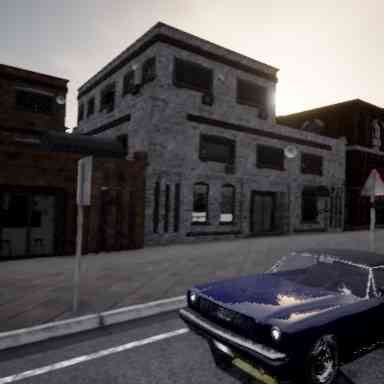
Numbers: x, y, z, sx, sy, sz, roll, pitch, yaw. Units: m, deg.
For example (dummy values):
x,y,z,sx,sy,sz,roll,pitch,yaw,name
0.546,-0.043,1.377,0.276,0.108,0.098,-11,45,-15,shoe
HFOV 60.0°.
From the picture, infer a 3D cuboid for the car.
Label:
x,y,z,sx,sy,sz,roll,pitch,yaw,name
2.166,1.621,5.237,4.718,1.301,1.895,3,-2,-36,car
